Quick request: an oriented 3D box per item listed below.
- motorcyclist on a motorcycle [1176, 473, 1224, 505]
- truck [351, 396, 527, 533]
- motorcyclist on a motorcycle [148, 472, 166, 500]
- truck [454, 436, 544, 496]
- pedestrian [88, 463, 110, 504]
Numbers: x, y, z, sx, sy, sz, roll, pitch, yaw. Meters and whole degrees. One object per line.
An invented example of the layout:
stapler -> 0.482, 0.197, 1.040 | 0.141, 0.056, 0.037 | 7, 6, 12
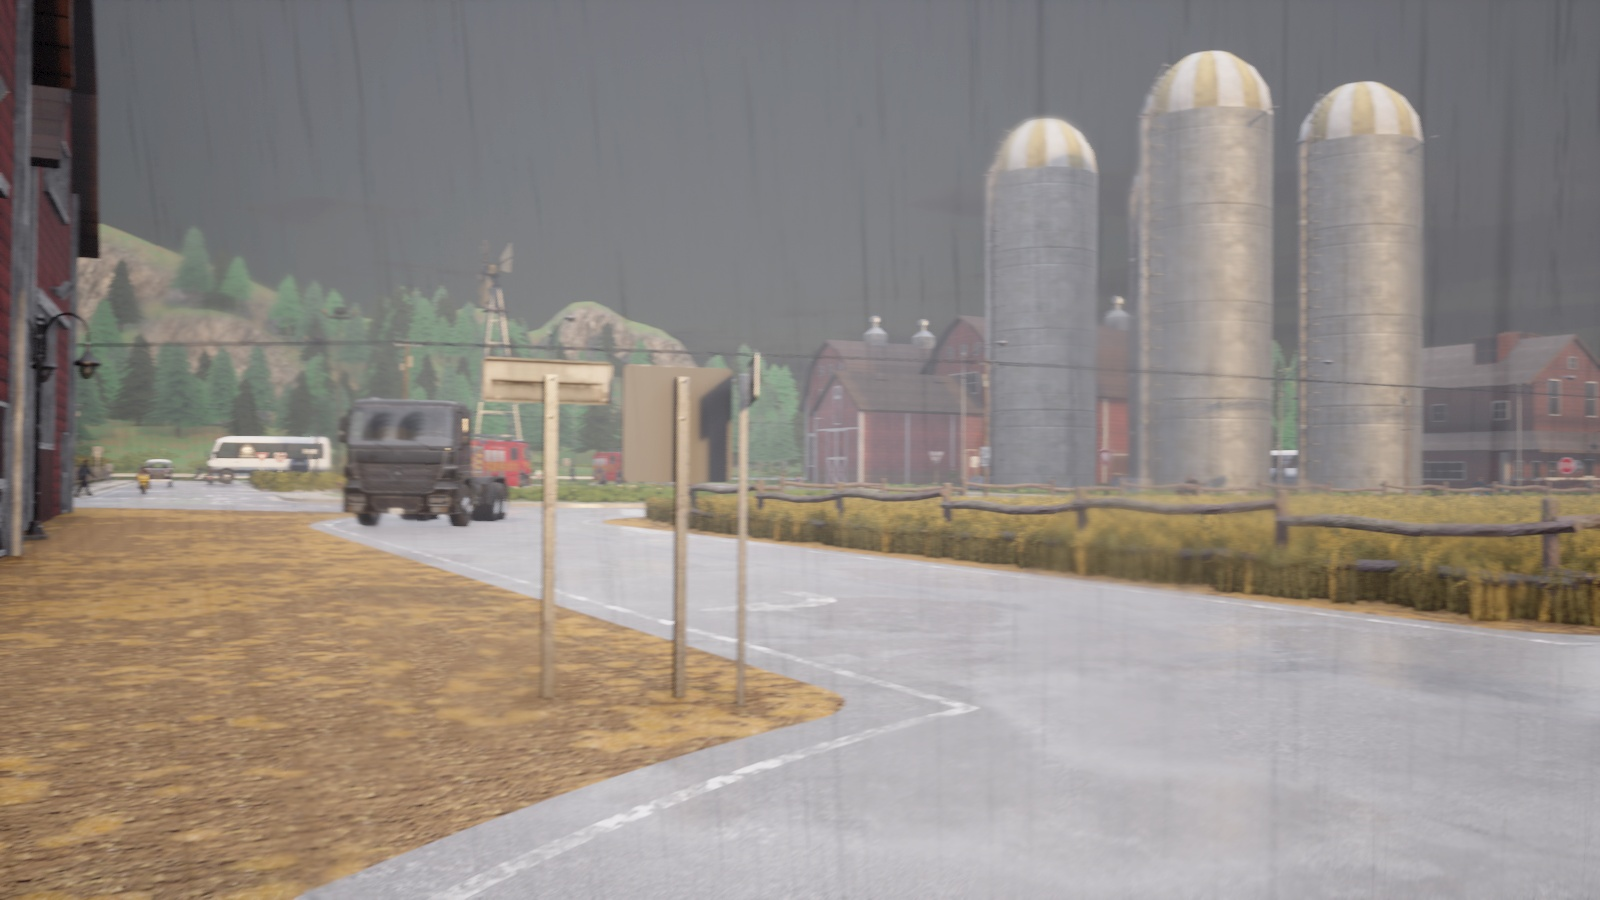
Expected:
motorcyclist on a motorcycle -> 19.401, 1.895, 60.921 | 2.191, 1.530, 0.866 | 0, -1, -25
truck -> -10.042, 0.436, 35.869 | 2.891, 3.462, 7.936 | 0, -1, -1
motorcyclist on a motorcycle -> -34.539, 1.924, 67.489 | 0.797, 1.523, 2.044 | 0, -1, -25
truck -> -20.000, 1.067, 84.054 | 2.891, 3.827, 8.468 | 0, -1, 9
pedestrian -> -33.369, 1.597, 59.794 | 0.788, 1.949, 0.423 | 0, -1, 8
